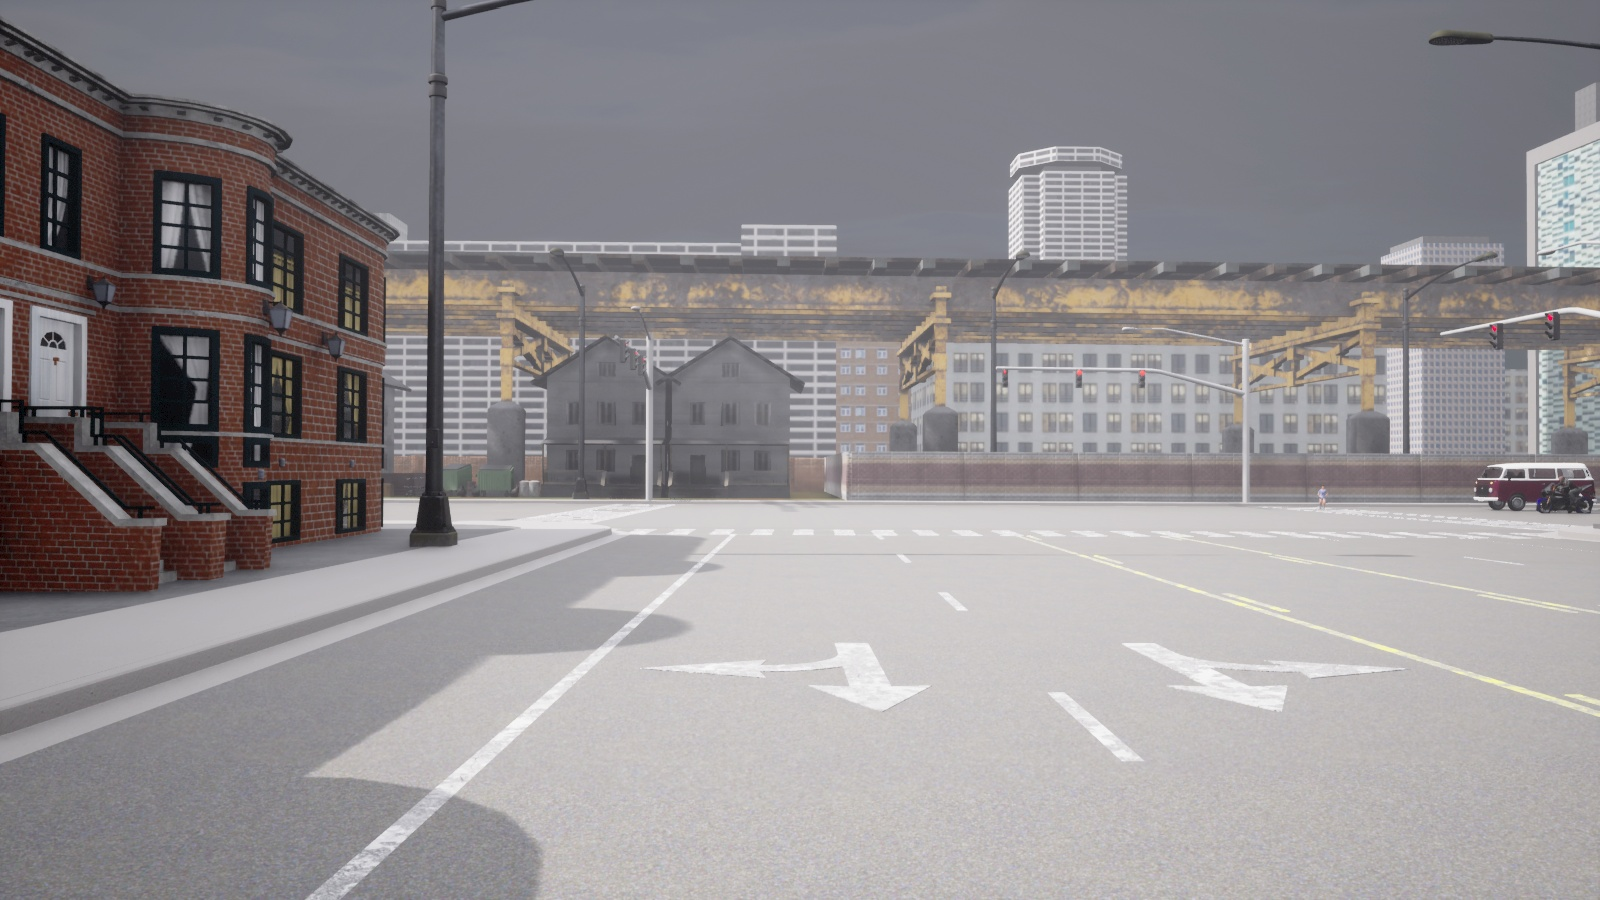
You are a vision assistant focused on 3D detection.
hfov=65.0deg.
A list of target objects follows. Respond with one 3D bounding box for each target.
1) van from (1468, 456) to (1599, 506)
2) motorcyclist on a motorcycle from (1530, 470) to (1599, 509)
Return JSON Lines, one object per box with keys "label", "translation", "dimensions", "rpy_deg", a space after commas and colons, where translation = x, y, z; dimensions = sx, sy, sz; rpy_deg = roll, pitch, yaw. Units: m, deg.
{"label": "van", "translation": [31.123, 1.305, 53.223], "dimensions": [4.480, 2.038, 2.069], "rpy_deg": [0, -1, 0]}
{"label": "motorcyclist on a motorcycle", "translation": [30.253, 1.561, 49.681], "dimensions": [2.191, 1.530, 0.866], "rpy_deg": [0, -1, 1]}
